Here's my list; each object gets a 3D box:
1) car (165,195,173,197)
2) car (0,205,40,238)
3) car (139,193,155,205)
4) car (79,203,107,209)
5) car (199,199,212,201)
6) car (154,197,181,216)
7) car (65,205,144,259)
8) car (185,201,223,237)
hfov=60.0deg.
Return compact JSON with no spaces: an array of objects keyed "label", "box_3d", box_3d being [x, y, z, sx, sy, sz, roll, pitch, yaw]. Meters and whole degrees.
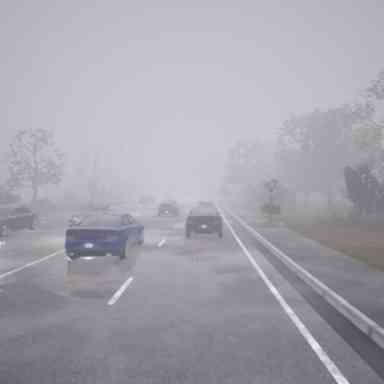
[{"label":"car","box_3d":[-4.416,1.430,62.978,2.097,1.767,4.553,0,0,3]},{"label":"car","box_3d":[-10.067,1.509,17.972,1.837,1.490,4.892,0,0,3]},{"label":"car","box_3d":[-8.061,1.283,59.939,2.150,2.045,5.566,0,0,3]},{"label":"car","box_3d":[-6.401,1.508,21.575,2.128,1.511,4.902,0,0,3]},{"label":"car","box_3d":[1.497,1.546,36.545,2.128,1.511,4.902,0,0,3]},{"label":"car","box_3d":[-2.194,1.546,32.516,1.837,1.490,4.892,0,0,3]},{"label":"car","box_3d":[-3.073,1.490,12.644,1.882,1.535,5.008,0,0,2]},{"label":"car","box_3d":[0.675,1.506,18.446,1.882,1.535,5.008,0,0,2]}]
